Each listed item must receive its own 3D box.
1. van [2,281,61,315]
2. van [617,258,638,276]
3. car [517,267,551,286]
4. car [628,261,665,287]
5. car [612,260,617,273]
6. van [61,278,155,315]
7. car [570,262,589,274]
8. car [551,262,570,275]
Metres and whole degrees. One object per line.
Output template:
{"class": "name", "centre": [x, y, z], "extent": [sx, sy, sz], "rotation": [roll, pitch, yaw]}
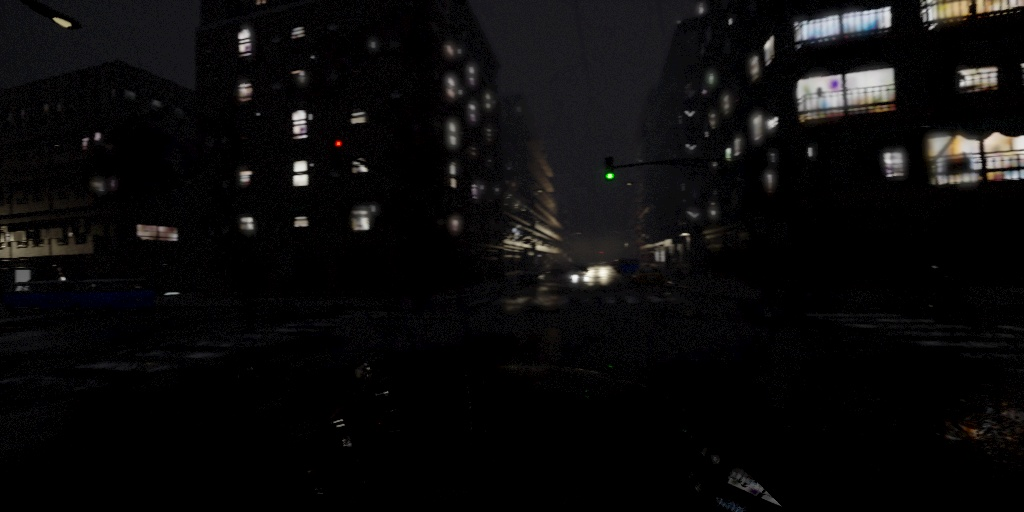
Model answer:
{"class": "van", "centre": [-26.085, 2.274, 19.966], "extent": [3.998, 1.789, 1.690], "rotation": [0, 0, 15]}
{"class": "van", "centre": [12.093, 1.107, 36.940], "extent": [1.690, 1.789, 3.998], "rotation": [0, 0, 14]}
{"class": "car", "centre": [1.555, 1.555, 27.828], "extent": [2.007, 1.370, 4.403], "rotation": [0, 0, 14]}
{"class": "car", "centre": [8.860, 1.235, 23.489], "extent": [1.751, 1.417, 4.829], "rotation": [0, 0, 14]}
{"class": "car", "centre": [13.421, 1.106, 42.435], "extent": [2.192, 1.841, 5.009], "rotation": [0, 0, 14]}
{"class": "van", "centre": [-20.680, 2.067, 18.538], "extent": [3.998, 1.789, 1.690], "rotation": [0, 0, 15]}
{"class": "car", "centre": [8.987, 1.554, 46.732], "extent": [1.895, 1.301, 4.718], "rotation": [-2, -1, 14]}
{"class": "car", "centre": [5.762, 1.649, 44.271], "extent": [1.802, 1.307, 4.207], "rotation": [0, 0, 14]}
